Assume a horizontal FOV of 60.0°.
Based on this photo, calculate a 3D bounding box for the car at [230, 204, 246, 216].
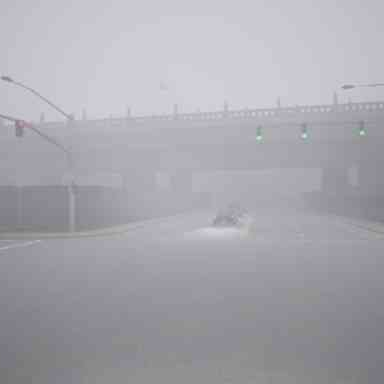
[{"bbox_3d":[4.986,2.161,38.749,1.837,1.490,4.892,-1,-1,12],"label":"car"}]

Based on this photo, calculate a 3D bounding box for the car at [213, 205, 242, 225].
[{"bbox_3d":[2.997,2.107,29.080,1.895,1.301,4.718,-1,-1,12],"label":"car"}]
